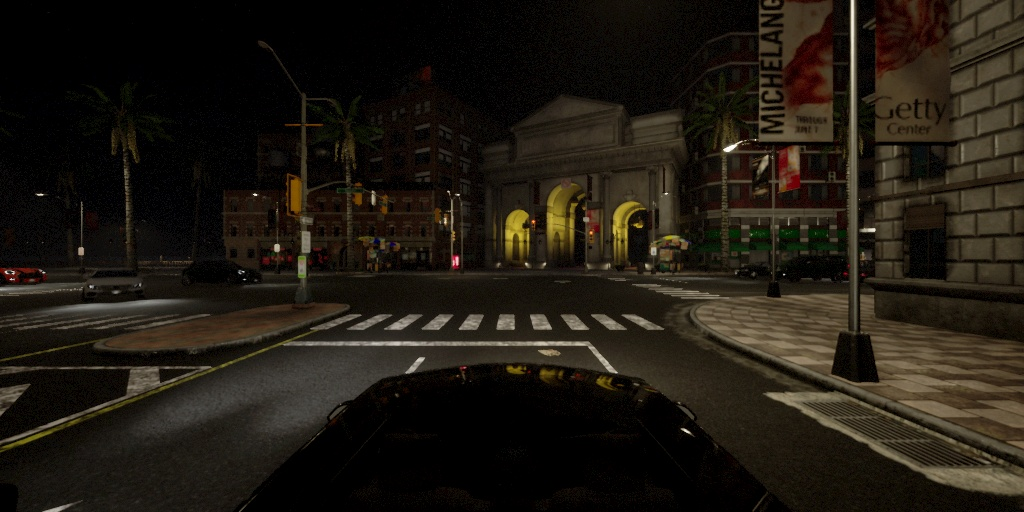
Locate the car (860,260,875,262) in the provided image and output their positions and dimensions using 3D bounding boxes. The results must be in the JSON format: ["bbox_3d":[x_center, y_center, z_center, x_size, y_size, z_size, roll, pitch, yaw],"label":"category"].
[{"bbox_3d":[31.284,1.111,31.580,4.553,1.767,2.097,0,0,2],"label":"car"}]

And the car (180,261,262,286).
[{"bbox_3d":[-19.986,1.109,24.827,4.553,1.767,2.097,0,0,0],"label":"car"}]

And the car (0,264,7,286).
[{"bbox_3d":[-33.819,1.320,21.412,4.181,1.385,1.994,0,0,0],"label":"car"}]

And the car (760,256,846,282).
[{"bbox_3d":[23.283,0.980,28.248,5.566,2.045,2.150,0,0,0],"label":"car"}]

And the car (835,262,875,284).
[{"bbox_3d":[25.873,1.304,24.542,5.357,1.411,2.033,0,0,0],"label":"car"}]

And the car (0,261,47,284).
[{"bbox_3d":[-35.580,1.110,24.923,4.553,1.767,2.097,0,0,0],"label":"car"}]

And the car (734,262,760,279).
[{"bbox_3d":[22.307,1.251,31.744,4.902,1.511,2.128,0,0,0],"label":"car"}]

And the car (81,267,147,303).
[{"bbox_3d":[-18.812,1.280,17.045,4.674,1.442,1.812,0,-1,42],"label":"car"}]
